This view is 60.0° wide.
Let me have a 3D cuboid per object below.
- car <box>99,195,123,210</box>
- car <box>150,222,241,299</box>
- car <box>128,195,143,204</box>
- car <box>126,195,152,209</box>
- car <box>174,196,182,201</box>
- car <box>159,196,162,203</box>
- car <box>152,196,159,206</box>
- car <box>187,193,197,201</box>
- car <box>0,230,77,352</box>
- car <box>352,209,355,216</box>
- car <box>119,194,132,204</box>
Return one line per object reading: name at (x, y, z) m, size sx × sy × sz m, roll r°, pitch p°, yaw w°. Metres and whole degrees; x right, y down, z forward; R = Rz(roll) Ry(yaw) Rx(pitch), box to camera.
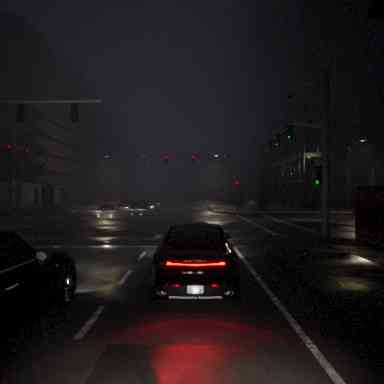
car at (-10.976, 1.526, 44.290) m, size 1.882 × 1.535 × 5.008 m, roll 0°, pitch 0°, yaw 0°
car at (0.079, 1.514, 8.421) m, size 1.837 × 1.490 × 4.892 m, roll 0°, pitch 0°, yaw 0°
car at (-10.802, 1.421, 63.859) m, size 2.097 × 1.767 × 4.553 m, roll 0°, pitch 0°, yaw 1°
car at (-7.490, 1.599, 47.473) m, size 2.033 × 1.411 × 5.357 m, roll 0°, pitch 0°, yaw 0°
car at (-3.534, 1.643, 84.213) m, size 1.994 × 1.385 × 4.181 m, roll 0°, pitch 0°, yaw 1°
car at (-7.200, 1.616, 68.953) m, size 2.033 × 1.411 × 5.357 m, roll 0°, pitch 0°, yaw 1°
car at (-7.405, 1.540, 57.452) m, size 1.882 × 1.535 × 5.008 m, roll 0°, pitch 0°, yaw 1°
car at (-0.032, 1.316, 84.439) m, size 2.150 × 2.045 × 5.566 m, roll 0°, pitch 0°, yaw 1°
car at (-3.446, 1.358, 5.097) m, size 2.097 × 1.767 × 4.553 m, roll 0°, pitch 0°, yaw 0°
car at (15.966, 1.686, 27.650) m, size 4.718 × 1.301 × 1.895 m, roll 0°, pitch 0°, yaw 0°
car at (-10.947, 1.280, 54.110) m, size 2.150 × 2.045 × 5.566 m, roll 0°, pitch 0°, yaw 1°
